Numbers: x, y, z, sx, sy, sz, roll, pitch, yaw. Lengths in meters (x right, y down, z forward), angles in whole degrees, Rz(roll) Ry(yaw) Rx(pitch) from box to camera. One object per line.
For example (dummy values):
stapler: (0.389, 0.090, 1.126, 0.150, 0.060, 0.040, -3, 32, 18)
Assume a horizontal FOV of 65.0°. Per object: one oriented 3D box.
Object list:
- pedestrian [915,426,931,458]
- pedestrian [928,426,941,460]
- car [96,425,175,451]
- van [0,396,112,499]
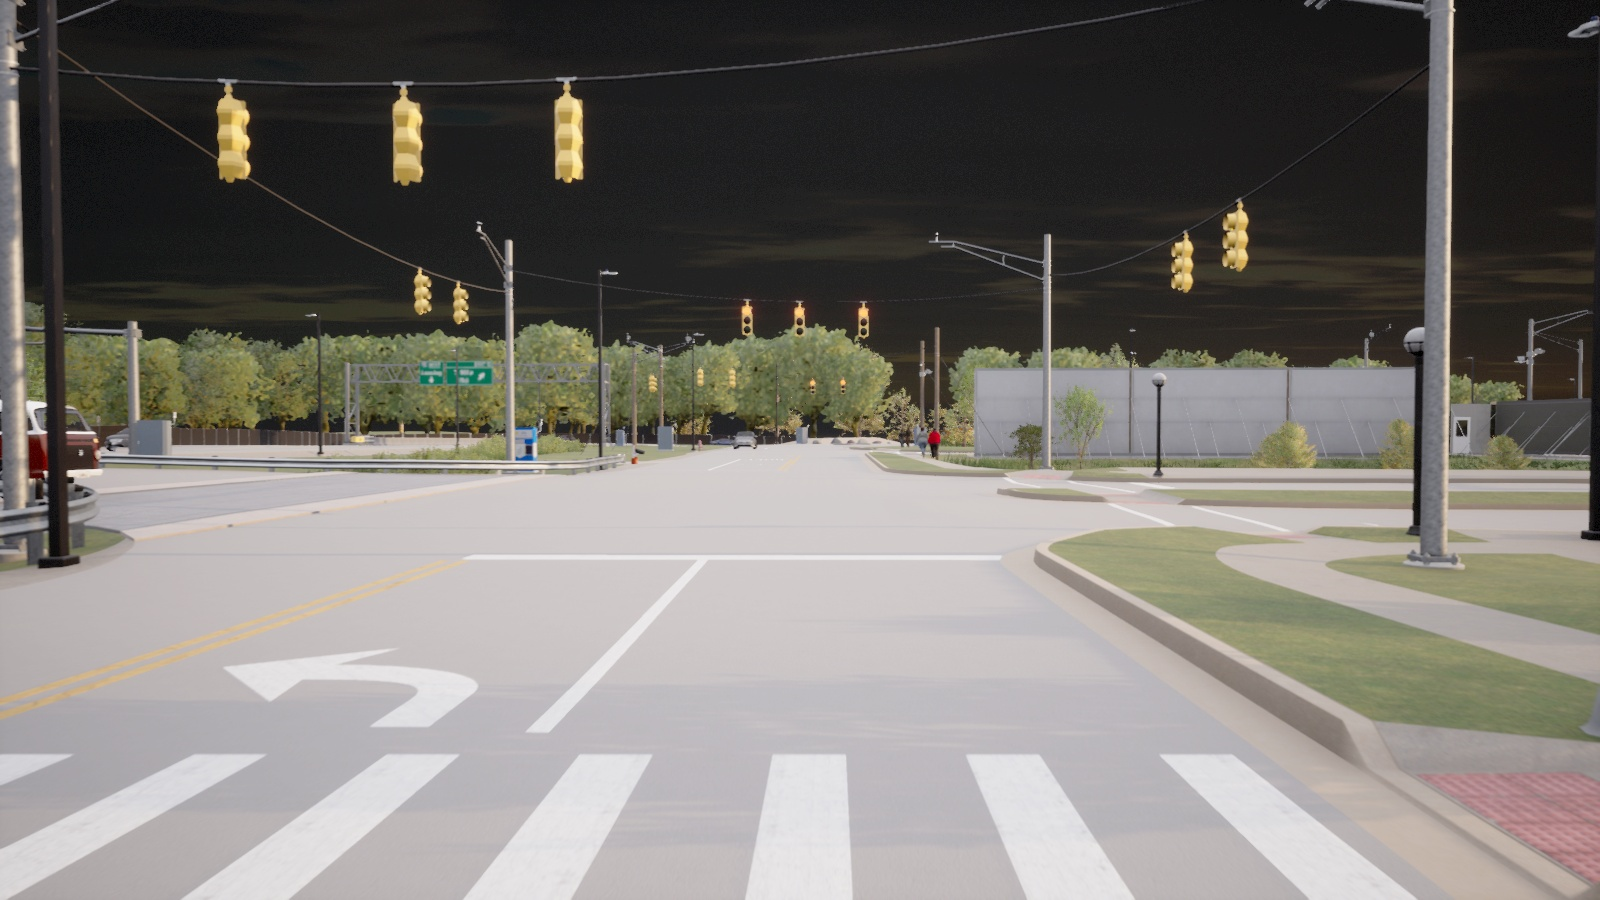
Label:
pedestrian: (7.333, -0.473, 74.940, 0.874, 1.855, 0.900, 0, 2, 1)
pedestrian: (7.433, -0.384, 69.542, 0.634, 1.844, 0.899, 0, 2, 0)
car: (-40.122, -0.737, 75.948, 2.128, 1.511, 4.902, 0, 0, 1)
van: (-17.070, -0.067, 26.085, 4.480, 2.038, 2.069, 0, 0, 5)
